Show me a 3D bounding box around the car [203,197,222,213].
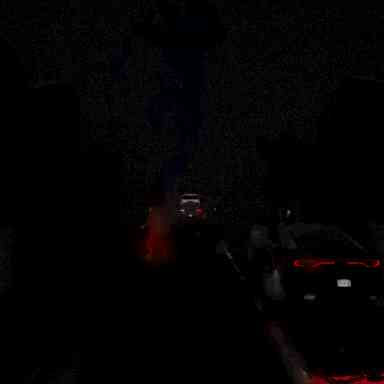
[{"bbox_3d":[2.405,1.546,37.219,2.008,1.369,4.403,-1,0,0],"label":"car"}]

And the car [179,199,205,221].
[{"bbox_3d":[-0.102,1.519,27.089,1.812,1.442,4.674,0,0,0],"label":"car"}]

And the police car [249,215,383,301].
[{"bbox_3d":[2.701,1.421,8.519,1.930,1.638,5.238,0,0,0],"label":"police car"}]

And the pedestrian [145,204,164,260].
[{"bbox_3d":[-1.223,1.289,10.797,0.375,1.860,0.375,-1,1,-10],"label":"pedestrian"}]

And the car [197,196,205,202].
[{"bbox_3d":[2.150,1.602,80.729,1.802,1.307,4.206,-1,0,0],"label":"car"}]

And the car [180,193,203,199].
[{"bbox_3d":[-0.183,1.217,36.839,2.150,2.045,5.566,0,0,0],"label":"car"}]

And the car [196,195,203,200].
[{"bbox_3d":[2.085,1.573,91.794,1.887,1.381,4.507,-1,0,0],"label":"car"}]
